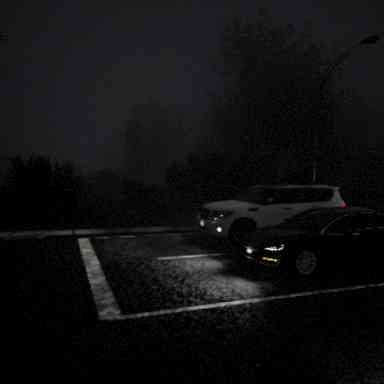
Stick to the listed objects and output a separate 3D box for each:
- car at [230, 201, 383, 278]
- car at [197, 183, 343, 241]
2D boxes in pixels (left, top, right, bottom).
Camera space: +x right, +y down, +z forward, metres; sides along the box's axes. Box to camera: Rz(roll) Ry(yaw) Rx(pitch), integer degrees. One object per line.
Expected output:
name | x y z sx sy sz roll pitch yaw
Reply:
car | 3.692 1.161 8.754 4.892 1.490 1.837 0 3 -18
car | 2.983 0.706 12.214 5.566 2.045 2.150 0 3 -18
